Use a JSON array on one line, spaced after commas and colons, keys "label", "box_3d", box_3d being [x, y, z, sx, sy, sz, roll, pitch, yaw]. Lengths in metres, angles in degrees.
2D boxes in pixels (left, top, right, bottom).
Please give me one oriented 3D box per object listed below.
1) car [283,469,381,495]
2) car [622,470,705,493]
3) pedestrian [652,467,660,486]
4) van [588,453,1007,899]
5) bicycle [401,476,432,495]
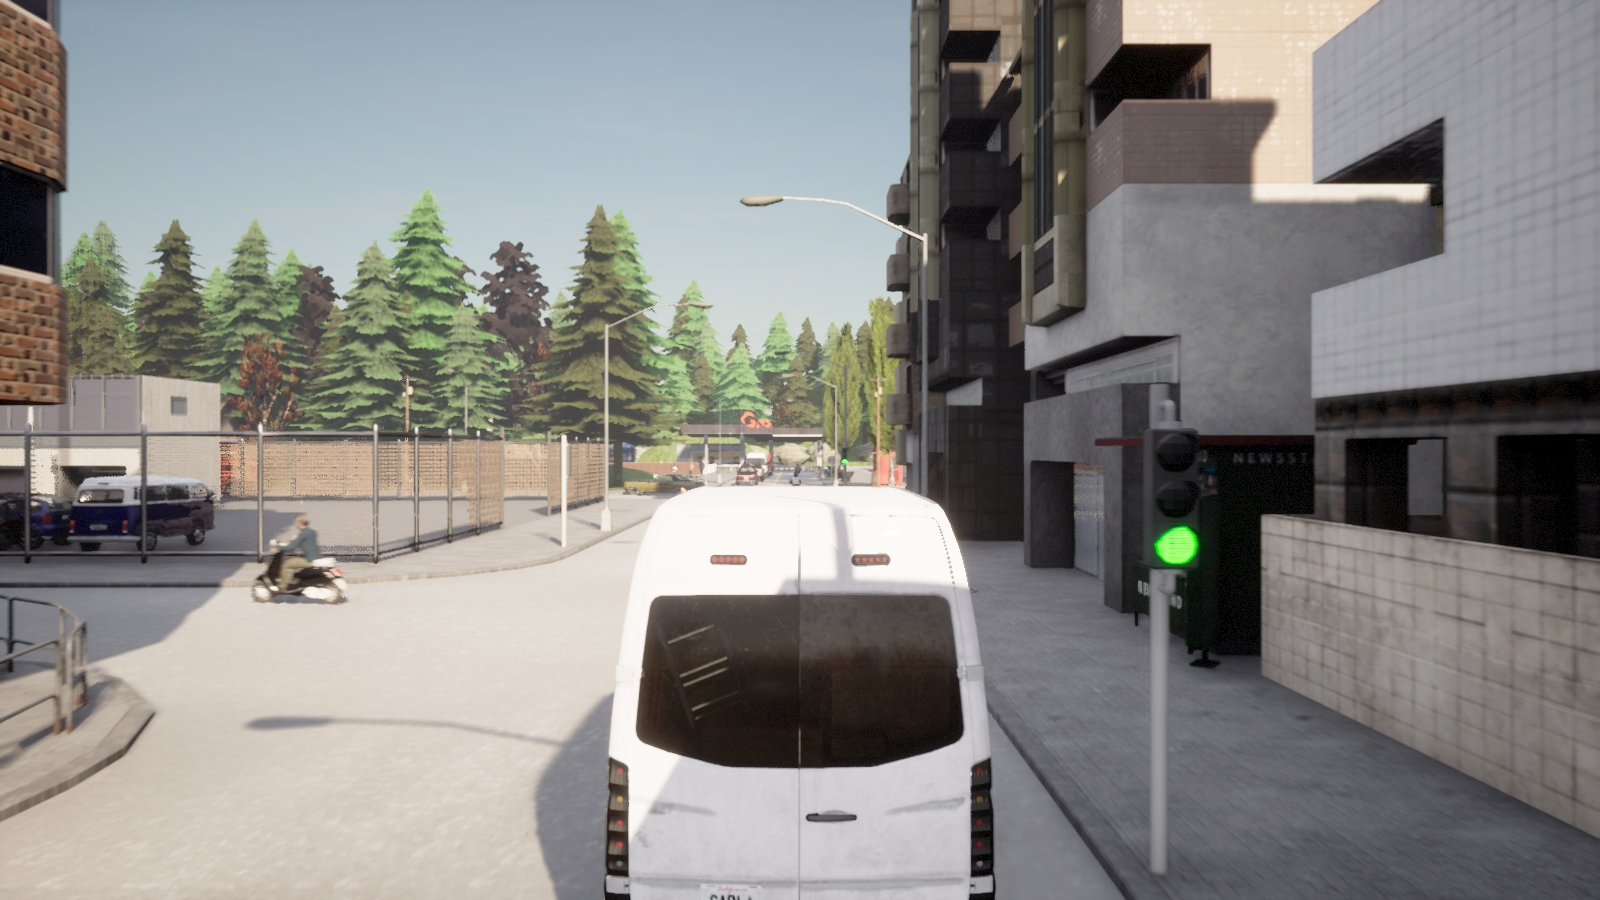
[{"label": "car", "box_3d": [-27.174, 1.843, 66.447, 4.792, 1.488, 2.163, 0, 0, 0]}, {"label": "car", "box_3d": [-8.373, 1.935, 70.238, 4.718, 1.301, 1.895, 0, 0, 12]}, {"label": "pedestrian", "box_3d": [-9.749, 1.805, 77.227, 0.375, 1.300, 0.375, 0, 0, 28]}, {"label": "van", "box_3d": [-0.017, 1.314, 8.378, 1.988, 2.561, 5.915, 0, 0, 0]}, {"label": "bicycle", "box_3d": [-22.289, 2.036, 66.456, 1.487, 1.080, 0.859, 0, 0, 0]}]
